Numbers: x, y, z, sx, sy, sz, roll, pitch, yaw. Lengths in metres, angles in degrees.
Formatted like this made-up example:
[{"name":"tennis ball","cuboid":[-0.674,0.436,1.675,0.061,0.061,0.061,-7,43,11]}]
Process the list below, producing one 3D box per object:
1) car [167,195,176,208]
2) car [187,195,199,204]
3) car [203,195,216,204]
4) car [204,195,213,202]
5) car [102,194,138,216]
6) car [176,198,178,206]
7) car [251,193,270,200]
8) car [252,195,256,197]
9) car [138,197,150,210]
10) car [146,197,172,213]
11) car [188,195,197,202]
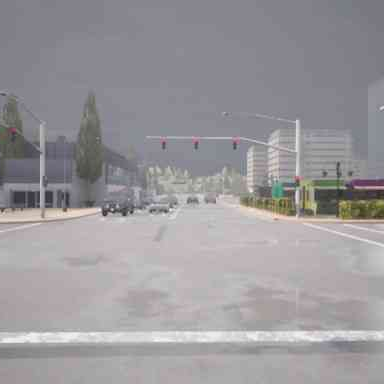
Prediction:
[{"name":"car","cuboid":[-3.542,1.488,46.001,1.837,1.490,4.892,0,0,0]},{"name":"car","cuboid":[0.174,1.329,63.032,2.097,1.767,4.553,0,0,0]},{"name":"car","cuboid":[3.577,1.468,63.554,2.128,1.511,4.902,0,0,0]},{"name":"car","cuboid":[3.590,1.370,73.829,1.812,1.442,4.674,0,0,0]},{"name":"car","cuboid":[-7.074,1.210,32.349,2.150,2.045,5.566,0,0,1]},{"name":"car","cuboid":[-3.516,1.332,55.864,2.097,1.767,4.553,0,0,0]},{"name":"car","cuboid":[17.874,1.121,86.704,4.605,1.855,1.932,0,0,-1]},{"name":"car","cuboid":[17.891,1.125,83.809,3.866,1.878,1.905,0,0,-1]},{"name":"car","cuboid":[-7.048,1.476,42.237,2.128,1.511,4.902,0,0,0]},{"name":"car","cuboid":[-3.556,1.587,36.686,1.895,1.301,4.718,0,0,0]},{"name":"car","cuboid":[0.093,1.451,73.823,1.882,1.535,5.008,0,0,0]}]
